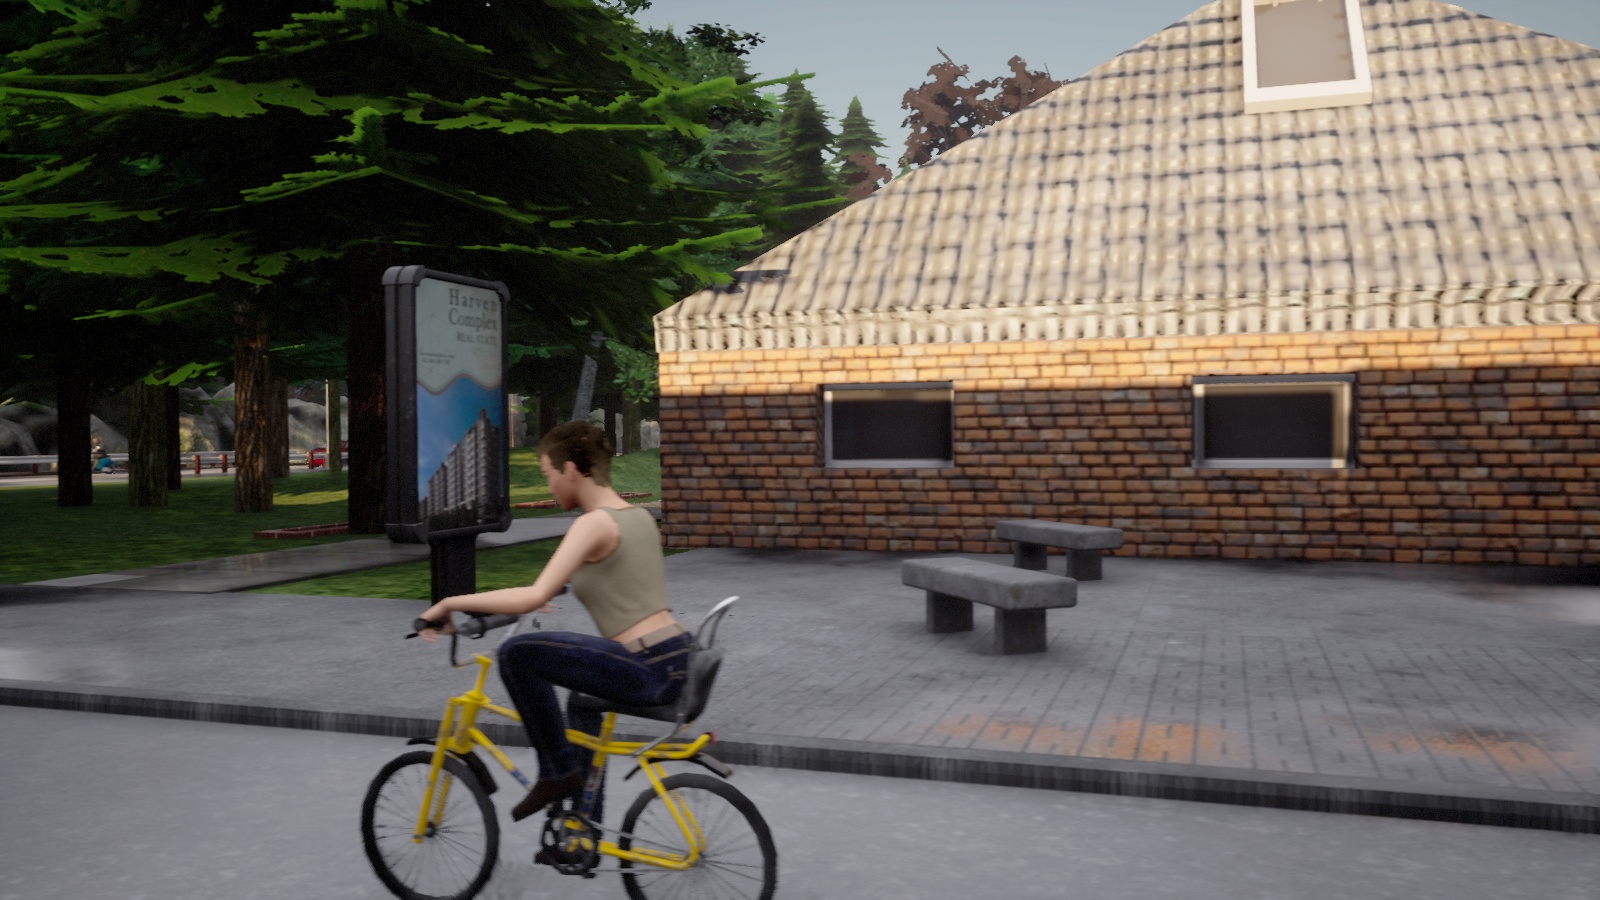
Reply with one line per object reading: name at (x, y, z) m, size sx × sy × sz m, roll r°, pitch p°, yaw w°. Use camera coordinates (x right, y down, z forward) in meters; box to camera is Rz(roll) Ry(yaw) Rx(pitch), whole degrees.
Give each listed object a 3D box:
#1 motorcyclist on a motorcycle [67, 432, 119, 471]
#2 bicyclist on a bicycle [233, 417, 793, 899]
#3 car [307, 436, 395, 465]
motorcyclist on a motorcycle at (-29.898, 0.055, 53.139) m, size 0.866 × 1.590 × 1.817 m, roll 0°, pitch 1°, yaw 18°
bicyclist on a bicycle at (-0.877, 0.710, 4.015) m, size 1.509 × 1.612 × 0.866 m, roll 0°, pitch 1°, yaw 19°
car at (-22.454, 0.016, 62.934) m, size 1.994 × 1.385 × 4.181 m, roll 0°, pitch 1°, yaw 18°
